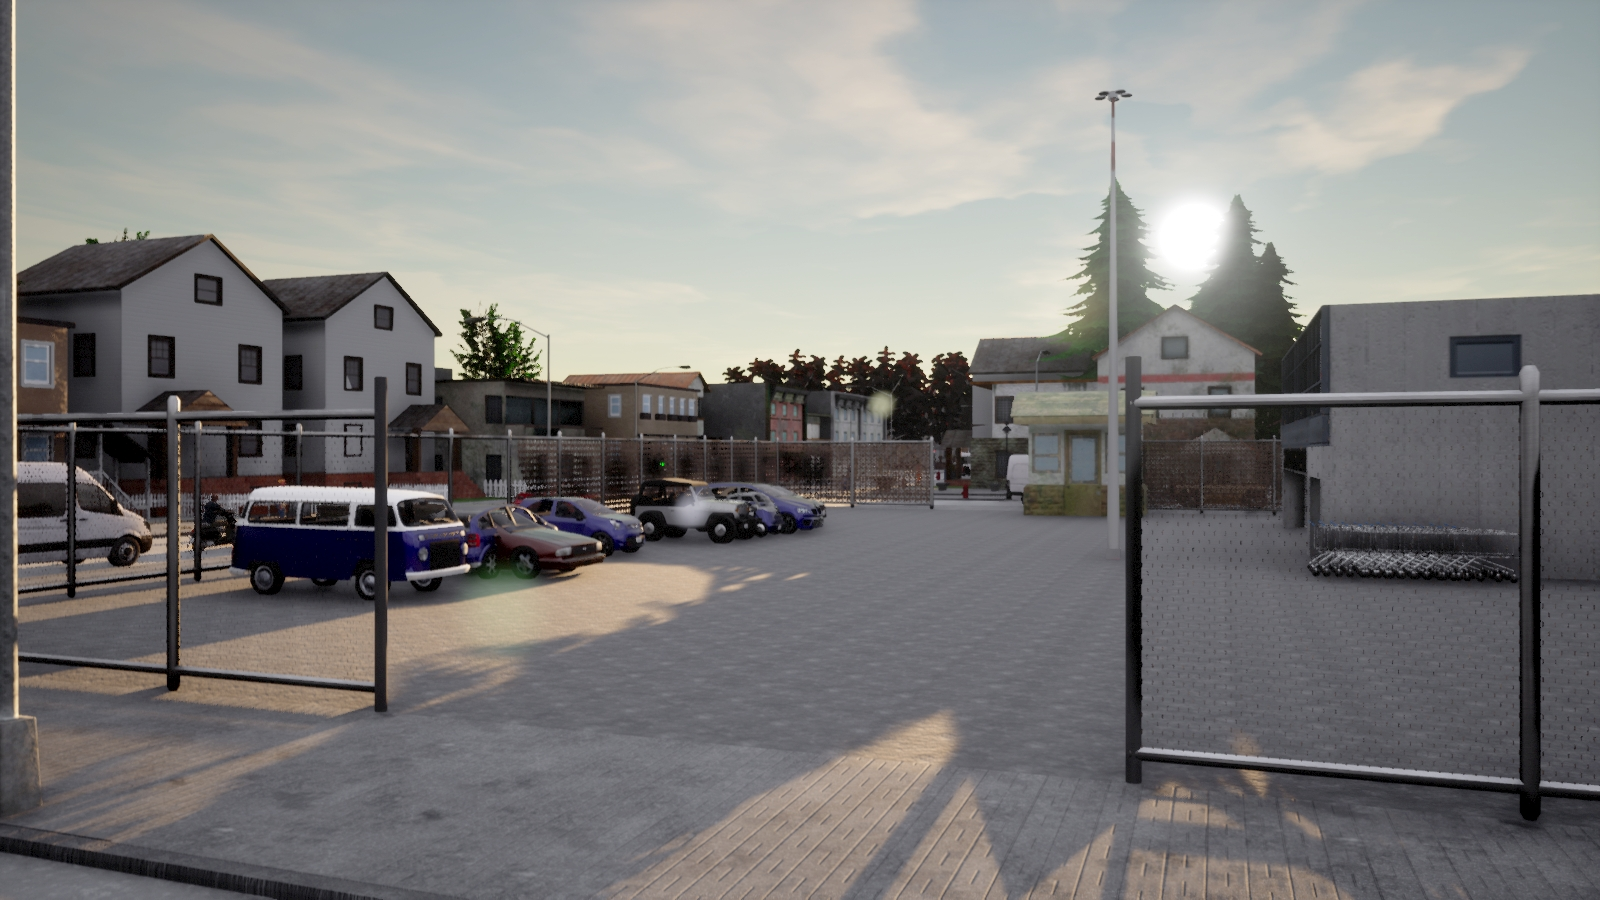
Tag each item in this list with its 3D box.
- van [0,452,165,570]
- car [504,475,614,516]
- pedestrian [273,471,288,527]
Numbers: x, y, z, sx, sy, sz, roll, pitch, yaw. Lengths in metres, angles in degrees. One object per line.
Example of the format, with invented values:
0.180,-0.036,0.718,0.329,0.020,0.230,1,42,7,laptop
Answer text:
-17.854,1.329,26.182,1.988,2.561,5.915,0,0,20,van
-10.002,1.856,47.796,2.231,1.480,4.892,0,0,20,car
-17.469,1.645,38.436,0.375,1.860,0.375,0,0,-9,pedestrian
